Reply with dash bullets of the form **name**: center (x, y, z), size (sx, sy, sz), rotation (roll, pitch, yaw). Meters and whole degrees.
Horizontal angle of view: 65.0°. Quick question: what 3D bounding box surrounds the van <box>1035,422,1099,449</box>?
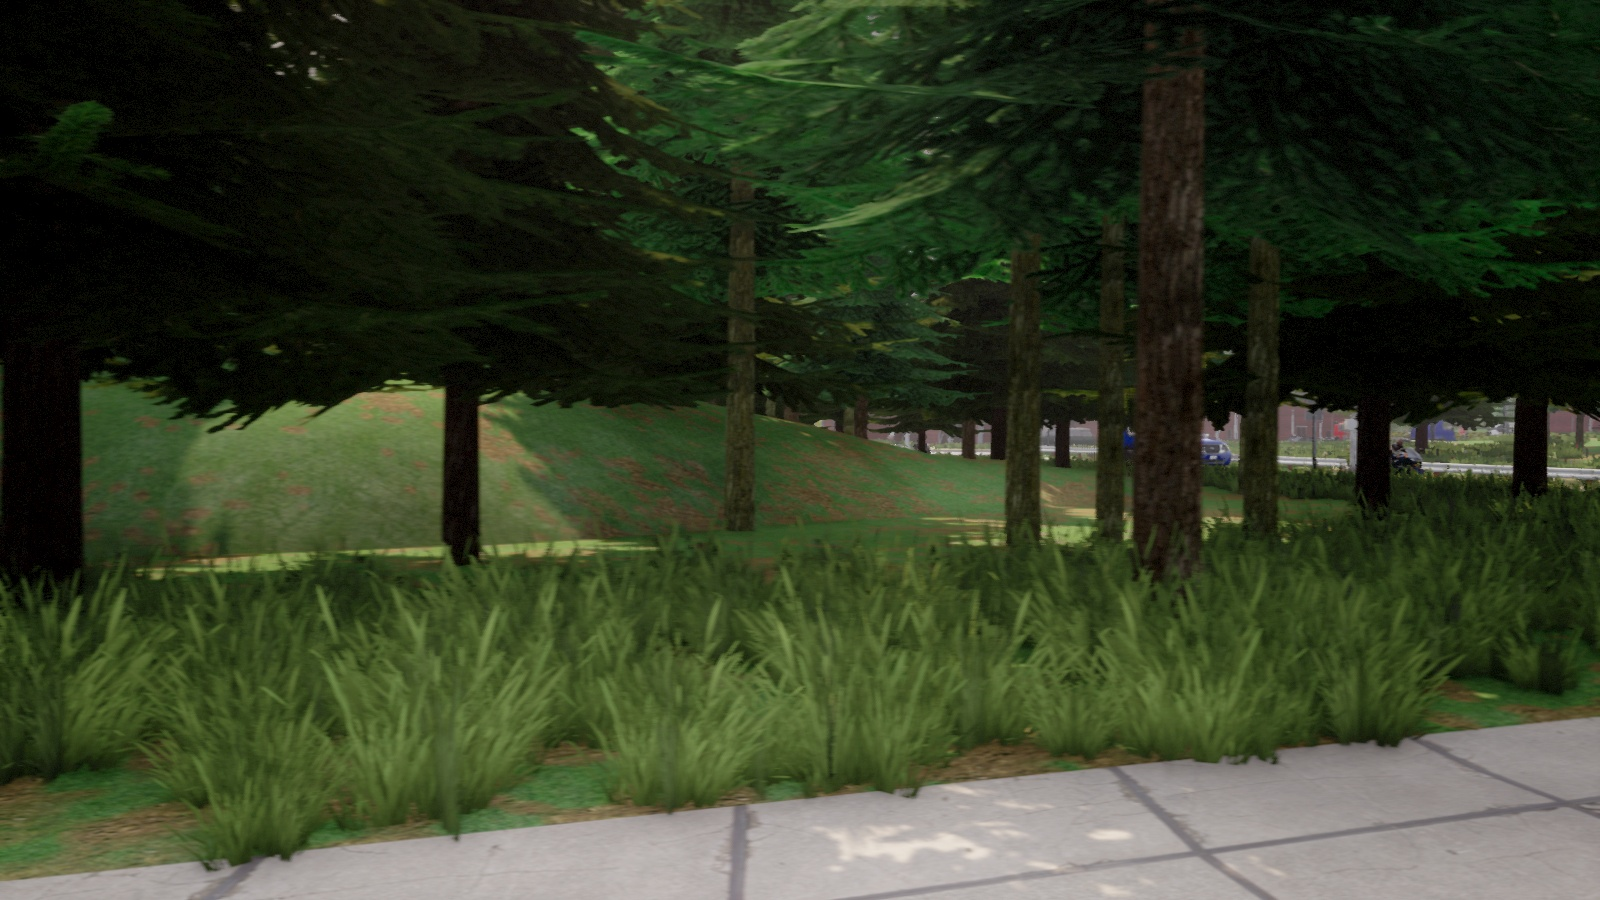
- **van**: center (20.201, -1.132, 95.146), size (4.442, 1.987, 1.775), rotation (-1, 1, -18)

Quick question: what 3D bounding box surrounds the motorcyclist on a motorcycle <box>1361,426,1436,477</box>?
- **motorcyclist on a motorcycle**: center (18.554, 0.019, 38.987), size (0.866, 1.530, 2.191), rotation (-1, 1, -17)

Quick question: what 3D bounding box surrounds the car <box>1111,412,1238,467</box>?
- **car**: center (14.962, -0.438, 50.556), size (2.150, 2.045, 5.566), rotation (-1, 1, -18)
